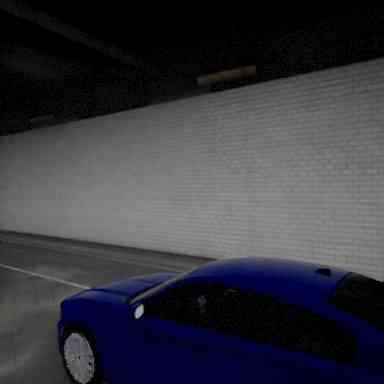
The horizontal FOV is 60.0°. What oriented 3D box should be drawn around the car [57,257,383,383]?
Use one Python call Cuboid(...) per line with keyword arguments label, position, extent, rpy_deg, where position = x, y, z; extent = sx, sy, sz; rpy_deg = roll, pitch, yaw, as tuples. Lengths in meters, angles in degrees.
Cuboid(label="car", position=(0.559, 1.478, 3.594), extent=(5.008, 1.535, 1.882), rpy_deg=(0, 0, 36))
